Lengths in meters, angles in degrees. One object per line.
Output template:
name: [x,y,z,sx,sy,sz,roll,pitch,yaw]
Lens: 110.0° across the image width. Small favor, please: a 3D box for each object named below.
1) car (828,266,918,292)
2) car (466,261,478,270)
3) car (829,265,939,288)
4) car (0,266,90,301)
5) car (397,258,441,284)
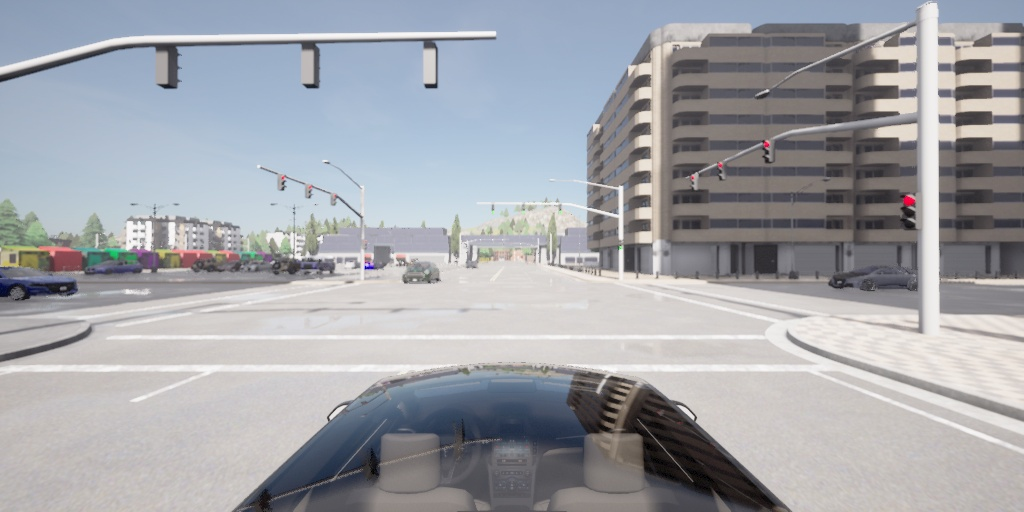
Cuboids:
car: [21.227,1.365,21.053,4.181,1.385,1.994,0,0,0]
car: [-7.021,1.655,63.160,1.837,1.490,4.892,0,1,0]
car: [25.293,1.368,24.544,5.357,1.411,2.033,0,0,0]
car: [-23.623,1.256,16.876,5.008,1.535,1.882,0,0,0]
car: [-7.007,1.181,28.069,2.097,1.767,4.553,0,-1,0]
